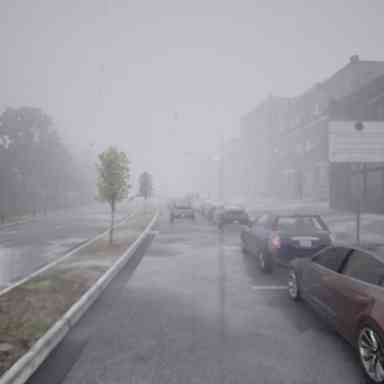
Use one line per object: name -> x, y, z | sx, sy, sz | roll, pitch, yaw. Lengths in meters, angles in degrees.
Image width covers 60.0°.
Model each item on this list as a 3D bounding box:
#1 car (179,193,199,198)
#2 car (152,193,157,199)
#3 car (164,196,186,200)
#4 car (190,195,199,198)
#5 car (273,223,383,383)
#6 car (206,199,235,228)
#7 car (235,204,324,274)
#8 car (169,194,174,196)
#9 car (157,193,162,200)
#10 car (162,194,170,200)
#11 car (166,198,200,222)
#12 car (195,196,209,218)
car -> -0.025, 1.178, 49.652 | 2.435, 2.045, 5.566 | 0, 0, -7
car -> -9.243, 1.148, 93.174 | 2.097, 1.535, 5.008 | 0, 0, -16
car -> -2.239, 1.528, 42.885 | 1.994, 1.385, 4.181 | 0, 0, -6
car -> 1.227, 1.459, 38.750 | 1.946, 1.575, 5.366 | 0, 0, -5
car -> 3.029, 1.512, 5.276 | 2.163, 1.488, 4.792 | 0, 0, 0
car -> 2.451, 1.482, 21.911 | 2.231, 1.521, 4.892 | 0, 0, -3
car -> 2.908, 1.358, 10.775 | 2.185, 1.767, 4.553 | 0, 0, -1
car -> -2.718, 1.335, 66.308 | 1.946, 1.575, 5.366 | 0, 0, -10
car -> -6.670, 1.251, 83.928 | 2.163, 1.488, 4.792 | 0, 0, -14
car -> -5.006, 1.265, 77.086 | 1.946, 1.575, 5.366 | 0, 0, -12
car -> -0.801, 1.484, 26.099 | 2.128, 1.511, 4.902 | 0, 0, -4
car -> 1.726, 1.472, 33.018 | 2.097, 1.535, 5.008 | 0, 0, -4
